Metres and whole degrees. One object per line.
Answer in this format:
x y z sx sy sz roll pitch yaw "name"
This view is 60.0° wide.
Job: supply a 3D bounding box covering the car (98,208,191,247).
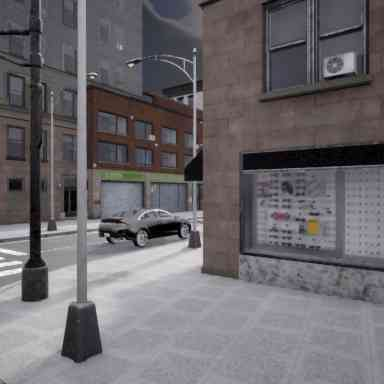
-1.920 1.459 14.979 2.128 1.511 4.902 0 0 35 "car"
